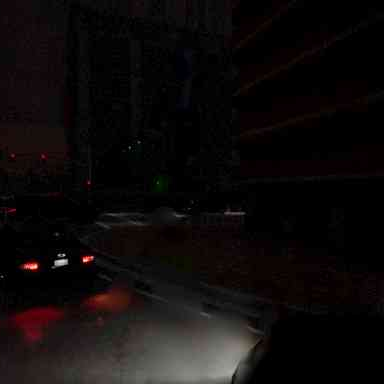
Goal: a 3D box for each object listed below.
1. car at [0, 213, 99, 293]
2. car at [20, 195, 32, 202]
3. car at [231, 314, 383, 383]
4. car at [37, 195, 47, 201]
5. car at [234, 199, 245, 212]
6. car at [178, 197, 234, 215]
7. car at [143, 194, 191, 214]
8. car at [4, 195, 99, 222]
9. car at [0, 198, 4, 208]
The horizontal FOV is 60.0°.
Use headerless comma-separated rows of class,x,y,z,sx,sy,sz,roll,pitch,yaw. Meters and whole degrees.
car,-4.351,1.547,9.033,2.033,1.411,5.357,0,0,-39
car,-40.176,1.525,80.618,2.128,1.511,4.902,0,0,-23
car,2.873,1.547,2.017,5.357,1.411,2.033,0,0,35
car,-37.089,1.540,82.302,2.033,1.411,5.357,0,0,-23
car,6.624,1.560,40.289,4.892,1.490,1.837,0,0,-23
car,1.464,1.560,34.357,4.892,1.490,1.837,0,0,-23
car,-2.527,1.277,36.489,5.566,2.045,2.150,0,0,-23
car,-9.086,1.239,22.187,5.566,2.045,2.150,0,0,-23
car,-24.638,1.491,44.182,2.128,1.511,4.902,0,0,-23
